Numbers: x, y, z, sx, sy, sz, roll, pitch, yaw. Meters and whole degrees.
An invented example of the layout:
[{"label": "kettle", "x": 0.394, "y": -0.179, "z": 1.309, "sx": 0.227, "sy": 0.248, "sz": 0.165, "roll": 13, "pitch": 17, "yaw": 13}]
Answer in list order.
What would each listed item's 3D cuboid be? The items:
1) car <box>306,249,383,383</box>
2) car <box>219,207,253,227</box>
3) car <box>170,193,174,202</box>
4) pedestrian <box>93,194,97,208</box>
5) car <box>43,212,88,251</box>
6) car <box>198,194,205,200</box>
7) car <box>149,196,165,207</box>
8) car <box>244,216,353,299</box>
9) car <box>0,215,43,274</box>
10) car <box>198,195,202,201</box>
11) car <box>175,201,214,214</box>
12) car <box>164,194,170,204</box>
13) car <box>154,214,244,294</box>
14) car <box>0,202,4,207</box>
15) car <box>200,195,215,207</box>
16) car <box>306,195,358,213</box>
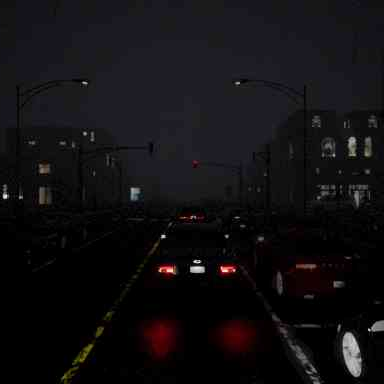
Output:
[{"label": "car", "x": 2.691, "y": 1.551, "z": 2.593, "sx": 2.008, "sy": 1.369, "sz": 4.403, "roll": 0, "pitch": 0, "yaw": 0}, {"label": "car", "x": 2.671, "y": 1.553, "z": 19.669, "sx": 2.008, "sy": 1.369, "sz": 4.403, "roll": 0, "pitch": 0, "yaw": 0}, {"label": "car", "x": -5.775, "y": 1.451, "z": 74.149, "sx": 1.967, "sy": 1.590, "sz": 4.097, "roll": 0, "pitch": 0, "yaw": 0}, {"label": "pedestrian", "x": -12.603, "y": 1.135, "z": 43.187, "sx": 0.375, "sy": 1.860, "sz": 0.375, "roll": 0, "pitch": -1, "yaw": 1}, {"label": "car", "x": -5.703, "y": 1.552, "z": 13.984, "sx": 2.008, "sy": 1.369, "sz": 4.403, "roll": 0, "pitch": 0, "yaw": 0}, {"label": "car", "x": 2.586, "y": 1.458, "z": 90.712, "sx": 1.967, "sy": 1.590, "sz": 4.097, "roll": 0, "pitch": 0, "yaw": 0}, {"label": "car", "x": -5.749, "y": 1.588, "z": 52.062, "sx": 1.802, "sy": 1.307, "sz": 4.206, "roll": 0, "pitch": 0, "yaw": 0}, {"label": "car", "x": 2.685, "y": 1.546, "z": 8.285, "sx": 1.887, "sy": 1.381, "sz": 4.507, "roll": 0, "pitch": 0, "yaw": 0}, {"label": "car", "x": -5.695, "y": 1.441, "z": 8.292, "sx": 1.967, "sy": 1.590, "sz": 4.097, "roll": 0, "pitch": 0, "yaw": 0}, {"label": "car", "x": 2.618, "y": 1.590, "z": 63.101, "sx": 1.802, "sy": 1.307, "sz": 4.206, "roll": 0, "pitch": 0, "yaw": 0}, {"label": "car", "x": 0.077, "y": 1.507, "z": 19.462, "sx": 1.837, "sy": 1.490, "sz": 4.892, "roll": 0, "pitch": 0, "yaw": 0}, {"label": "car", "x": -5.762, "y": 1.559, "z": 63.105, "sx": 2.008, "sy": 1.369, "sz": 4.403, "roll": 0, "pitch": 0, "yaw": 0}, {"label": "car", "x": 0.089, "y": 1.548, "z": 8.941, "sx": 2.033, "sy": 1.411, "sz": 5.357, "roll": 0, "pitch": 0, "yaw": 0}, {"label": "car", "x": -25.499, "y": 1.447, "z": 40.427, "sx": 4.829, "sy": 1.417, "sz": 1.752, "roll": 0, "pitch": -1, "yaw": 1}, {"label": "car", "x": 2.632, "y": 1.572, "z": 52.059, "sx": 1.947, "sy": 1.339, "sz": 4.313, "roll": 0, "pitch": 0, "yaw": 0}, {"label": "car", "x": 15.567, "y": 1.315, "z": 37.253, "sx": 5.566, "sy": 2.045, "sz": 2.150, "roll": 0, "pitch": 0, "yaw": 1}]
